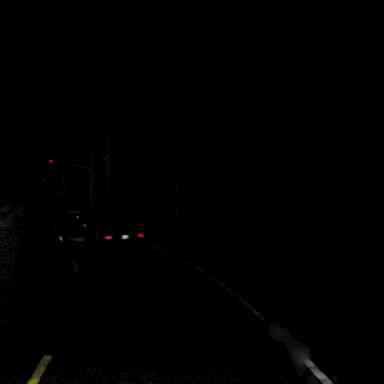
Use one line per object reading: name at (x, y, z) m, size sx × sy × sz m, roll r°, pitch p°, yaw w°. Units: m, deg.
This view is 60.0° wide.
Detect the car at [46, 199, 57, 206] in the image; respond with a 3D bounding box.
car at (-30.048, 2.187, 71.244) m, size 1.812 × 1.442 × 4.674 m, roll 0°, pitch -1°, yaw -25°

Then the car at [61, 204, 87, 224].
car at (-9.931, 1.780, 28.136) m, size 2.128 × 1.511 × 4.902 m, roll 0°, pitch 0°, yaw -25°

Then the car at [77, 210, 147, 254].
car at (-3.467, 1.689, 14.261) m, size 2.033 × 1.411 × 5.357 m, roll 0°, pitch -1°, yaw -25°
